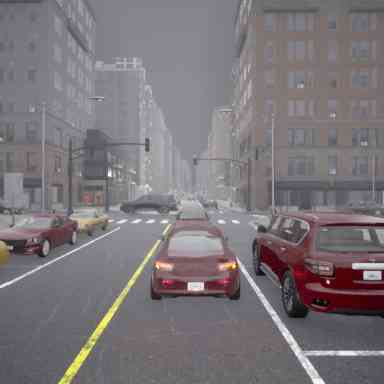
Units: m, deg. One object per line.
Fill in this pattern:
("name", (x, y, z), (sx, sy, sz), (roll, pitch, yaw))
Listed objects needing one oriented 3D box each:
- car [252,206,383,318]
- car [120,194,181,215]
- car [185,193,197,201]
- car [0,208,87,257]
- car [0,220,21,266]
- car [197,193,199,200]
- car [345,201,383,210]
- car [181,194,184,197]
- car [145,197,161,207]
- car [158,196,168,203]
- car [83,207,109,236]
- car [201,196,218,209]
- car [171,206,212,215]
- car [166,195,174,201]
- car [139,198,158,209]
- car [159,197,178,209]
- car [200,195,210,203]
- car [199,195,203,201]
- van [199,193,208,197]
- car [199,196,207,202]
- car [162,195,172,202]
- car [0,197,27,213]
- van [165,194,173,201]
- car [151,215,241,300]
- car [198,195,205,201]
("car", (2.670, 1.317, 7.315), (2.192, 1.841, 5.009), (1, 0, 0))
("car", (-4.235, 1.217, 32.888), (5.566, 2.045, 2.150), (1, -1, 1))
("car", (-0.095, 1.570, 85.314), (2.033, 1.411, 5.357), (0, 0, 0))
("car", (-5.864, 1.547, 12.938), (1.887, 1.381, 4.507), (1, 0, 0))
("car", (-5.857, 1.527, 7.144), (1.752, 1.417, 4.829), (1, 0, 0))
("car", (2.602, 1.335, 68.277), (2.192, 1.841, 5.009), (1, 0, 0))
("car", (16.413, 1.680, 32.785), (4.892, 1.490, 1.837), (0, -1, 0))
("car", (-3.105, 1.566, 65.774), (2.033, 1.411, 5.357), (0, 0, 1))
("car", (-5.907, 1.557, 51.256), (1.887, 1.381, 4.507), (1, 0, 0))
("car", (-5.927, 1.601, 68.274), (1.802, 1.307, 4.206), (1, 0, 0))
("car", (-5.870, 1.529, 18.393), (1.752, 1.417, 4.829), (1, 0, 0))
("car", (2.625, 1.593, 45.583), (1.802, 1.307, 4.206), (1, 0, 0))
("car", (0.043, 1.605, 17.446), (1.895, 1.301, 4.718), (0, 0, 0))
("car", (-5.952, 1.615, 90.965), (1.802, 1.307, 4.206), (1, 0, 0))
("car", (-5.901, 1.555, 45.583), (1.887, 1.381, 4.507), (1, 0, 0))
("car", (-3.135, 1.502, 45.495), (2.128, 1.511, 4.902), (0, 0, 1))
("car", (2.618, 1.594, 51.257), (1.802, 1.307, 4.206), (1, 0, 0))
("car", (2.612, 1.596, 56.930), (1.802, 1.307, 4.206), (1, 0, 0))
("van", (2.608, 1.358, 62.604), (1.690, 1.788, 3.998), (1, 0, 0))
("car", (2.586, 1.608, 79.623), (1.802, 1.307, 4.206), (1, 0, 0))
("car", (-5.938, 1.466, 79.620), (1.967, 1.590, 4.097), (1, 0, 0))
("car", (-17.294, 1.198, 29.740), (4.553, 1.767, 2.097), (1, -1, 0))
("van", (-5.944, 1.371, 85.293), (1.690, 1.788, 3.998), (1, 0, 0))
("car", (0.076, 1.528, 8.268), (1.812, 1.442, 4.674), (0, 0, 0))
("car", (2.573, 1.599, 90.970), (1.947, 1.339, 4.313), (1, 0, 0))
